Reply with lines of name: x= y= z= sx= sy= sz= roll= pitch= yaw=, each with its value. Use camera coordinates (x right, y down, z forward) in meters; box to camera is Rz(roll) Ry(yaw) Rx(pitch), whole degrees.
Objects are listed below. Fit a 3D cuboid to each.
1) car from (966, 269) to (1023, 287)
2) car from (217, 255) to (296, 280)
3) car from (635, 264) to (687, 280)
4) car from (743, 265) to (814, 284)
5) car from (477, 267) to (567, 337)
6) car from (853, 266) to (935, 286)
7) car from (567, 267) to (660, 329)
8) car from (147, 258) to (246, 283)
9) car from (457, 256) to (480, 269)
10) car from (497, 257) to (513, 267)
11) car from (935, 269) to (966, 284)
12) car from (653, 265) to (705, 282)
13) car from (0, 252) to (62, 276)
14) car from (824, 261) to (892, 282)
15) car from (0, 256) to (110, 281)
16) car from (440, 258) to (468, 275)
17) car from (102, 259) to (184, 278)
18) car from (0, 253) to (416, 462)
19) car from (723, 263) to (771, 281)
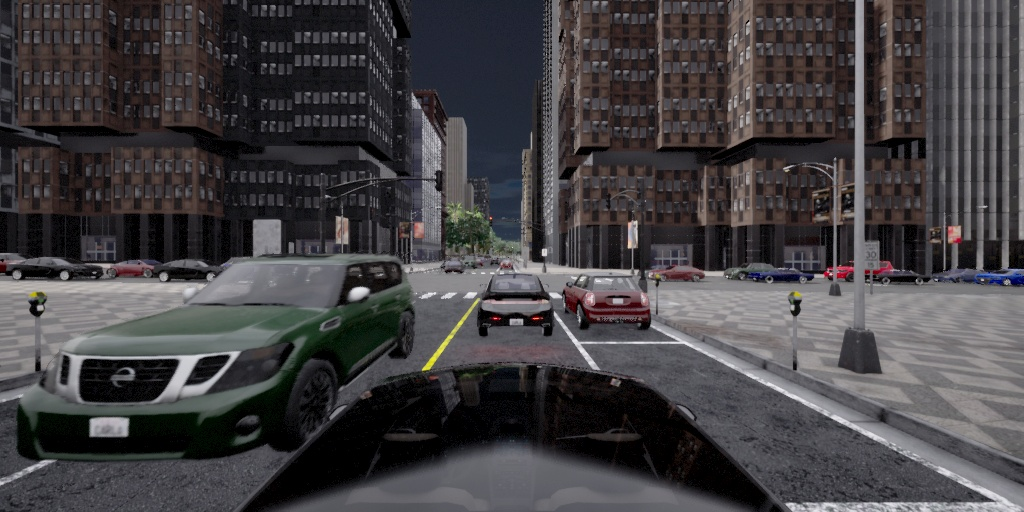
car: x=43.928 y=1.887 z=31.554 sx=5.008 sy=1.535 sz=1.882 roll=1 pitch=0 yaw=0
car: x=-19.566 y=0.852 z=27.588 sx=4.553 sy=1.767 sz=2.097 roll=1 pitch=0 yaw=0
car: x=14.338 y=1.538 z=34.593 sx=4.181 sy=1.385 sz=1.994 roll=1 pitch=0 yaw=-1
car: x=23.454 y=1.711 z=31.425 sx=4.718 sy=1.301 sz=1.895 roll=1 pitch=0 yaw=-1
car: x=0.075 y=1.240 z=10.322 sx=2.128 sy=1.511 sz=4.902 roll=0 pitch=0 yaw=-1
car: x=33.484 y=1.857 z=31.506 sx=4.718 sy=1.301 sz=1.895 roll=1 pitch=0 yaw=0
car: x=2.733 y=1.188 z=11.208 sx=1.967 sy=1.591 sz=4.097 roll=0 pitch=0 yaw=0
car: x=-21.275 y=0.958 z=24.323 sx=5.008 sy=1.535 sz=1.882 roll=1 pitch=0 yaw=-1
car: x=-6.639 y=0.970 z=55.054 sx=2.150 sy=2.045 sz=5.566 roll=0 pitch=1 yaw=0
car: x=-0.765 y=1.192 z=52.589 sx=1.967 sy=1.591 sz=4.097 roll=0 pitch=0 yaw=-1
car: x=43.866 y=1.952 z=34.804 sx=5.357 sy=1.411 sz=2.033 roll=1 pitch=0 yaw=0
car: x=14.350 y=1.504 z=31.341 sx=4.674 sy=1.442 sz=1.812 roll=1 pitch=0 yaw=-1
car: x=-38.024 y=0.589 z=27.425 sx=4.553 sy=1.767 sz=2.097 roll=1 pitch=0 yaw=0
car: x=33.657 y=1.476 z=34.756 sx=5.566 sy=2.045 sz=2.150 roll=1 pitch=0 yaw=-1
car: x=-30.742 y=0.824 z=24.240 sx=5.008 sy=1.535 sz=1.882 roll=1 pitch=0 yaw=0
car: x=-6.291 y=1.264 z=39.554 sx=2.033 sy=1.411 sz=5.357 roll=0 pitch=0 yaw=-4
car: x=-28.209 y=0.942 z=27.506 sx=4.181 sy=1.385 sz=1.994 roll=1 pitch=0 yaw=-1
car: x=-3.110 y=0.972 z=5.523 sx=2.150 sy=2.045 sz=5.566 roll=0 pitch=0 yaw=0
car: x=23.042 y=1.452 z=34.670 sx=4.553 sy=1.767 sz=2.097 roll=1 pitch=0 yaw=-1
